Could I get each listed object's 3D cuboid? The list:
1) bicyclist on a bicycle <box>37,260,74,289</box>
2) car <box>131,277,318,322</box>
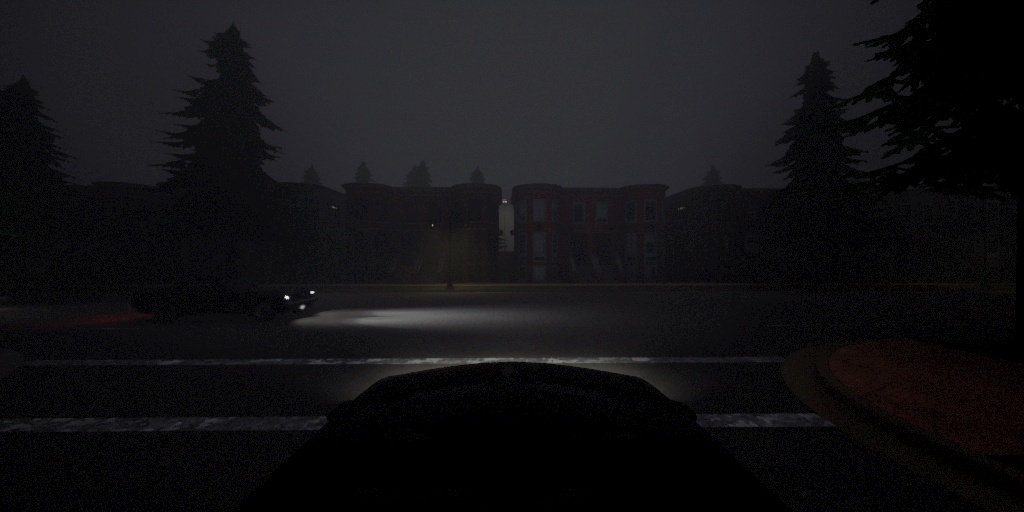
[{"bbox_3d":[-25.683,1.029,20.205,0.582,1.620,1.656,0,0,-1],"label":"bicyclist on a bicycle"},{"bbox_3d":[-9.032,1.336,11.613,4.718,1.301,1.895,0,0,-1],"label":"car"}]
